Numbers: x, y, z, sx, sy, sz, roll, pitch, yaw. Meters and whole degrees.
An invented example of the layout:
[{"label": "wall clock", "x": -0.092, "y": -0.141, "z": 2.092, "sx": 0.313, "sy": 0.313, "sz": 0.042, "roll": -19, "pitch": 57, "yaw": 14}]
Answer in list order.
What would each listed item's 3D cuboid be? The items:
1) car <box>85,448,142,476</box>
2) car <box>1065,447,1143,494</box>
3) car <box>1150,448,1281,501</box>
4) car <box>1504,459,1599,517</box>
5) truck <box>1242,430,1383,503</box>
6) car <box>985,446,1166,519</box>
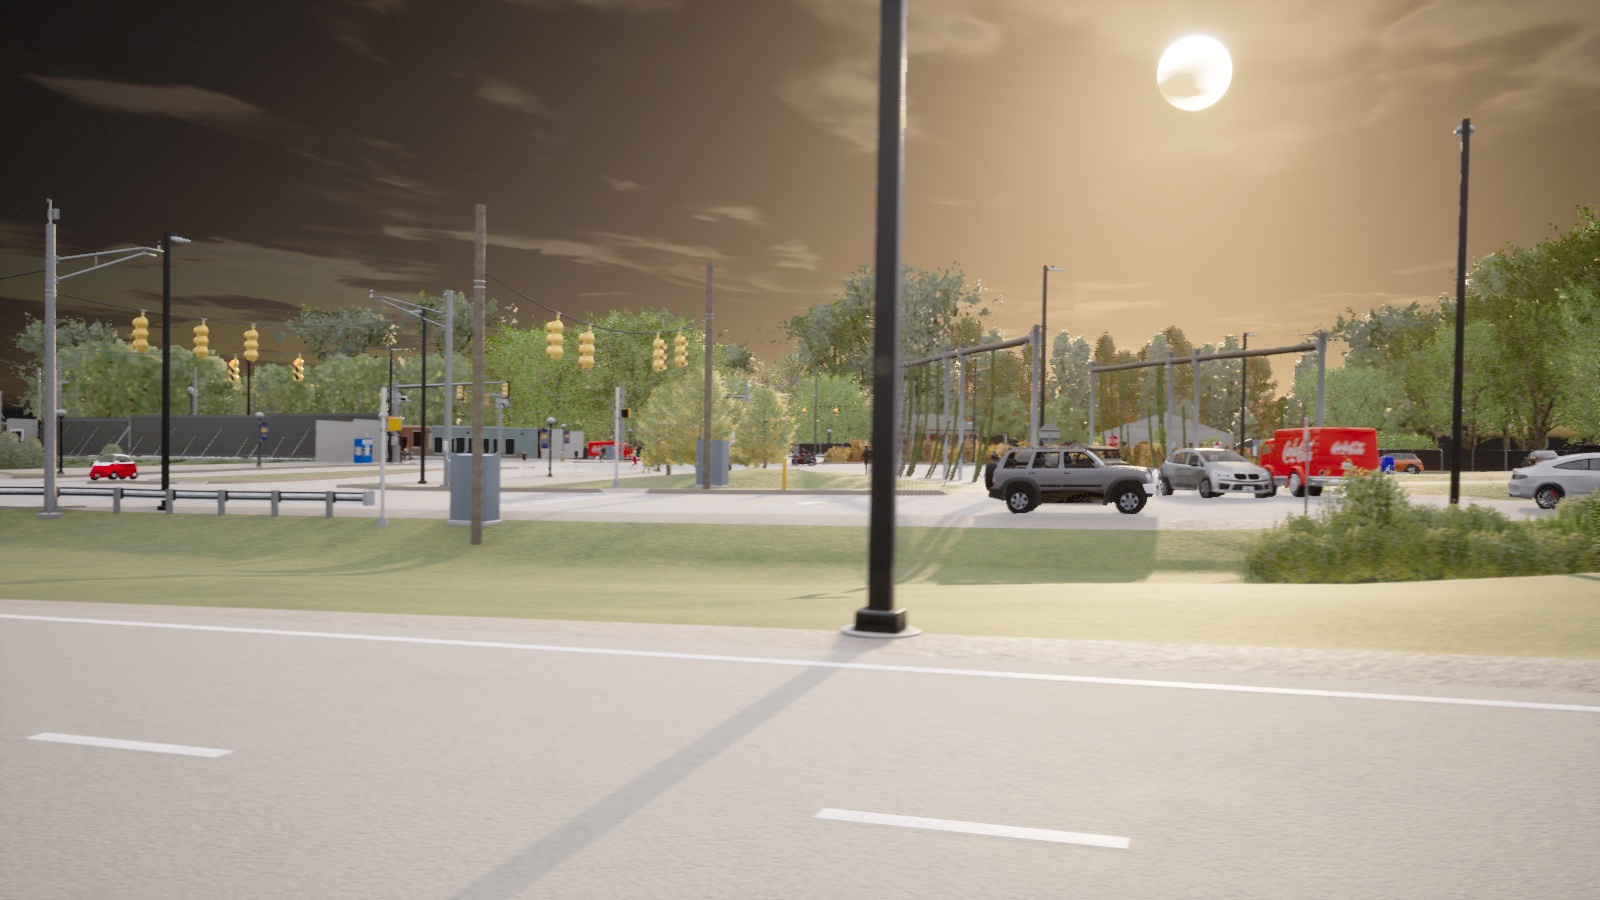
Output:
[{"label": "car", "x": -35.812, "y": 0.610, "z": 65.543, "sx": 1.481, "sy": 1.376, "sz": 2.207, "roll": 0, "pitch": 0, "yaw": 18}, {"label": "car", "x": 12.675, "y": 0.849, "z": 52.600, "sx": 1.905, "sy": 1.878, "sz": 3.866, "roll": 1, "pitch": -1, "yaw": -6}, {"label": "car", "x": 13.840, "y": 0.801, "z": 42.168, "sx": 2.242, "sy": 1.667, "sz": 4.611, "roll": 1, "pitch": -1, "yaw": -10}, {"label": "car", "x": 20.918, "y": 0.959, "z": 32.305, "sx": 4.674, "sy": 1.442, "sz": 1.812, "roll": -1, "pitch": 1, "yaw": 38}, {"label": "truck", "x": 18.521, "y": 0.612, "z": 45.715, "sx": 2.627, "sy": 2.467, "sz": 5.204, "roll": 1, "pitch": -1, "yaw": -5}, {"label": "car", "x": 7.458, "y": 0.831, "z": 33.910, "sx": 4.605, "sy": 1.855, "sz": 1.932, "roll": 0, "pitch": 1, "yaw": 18}]
